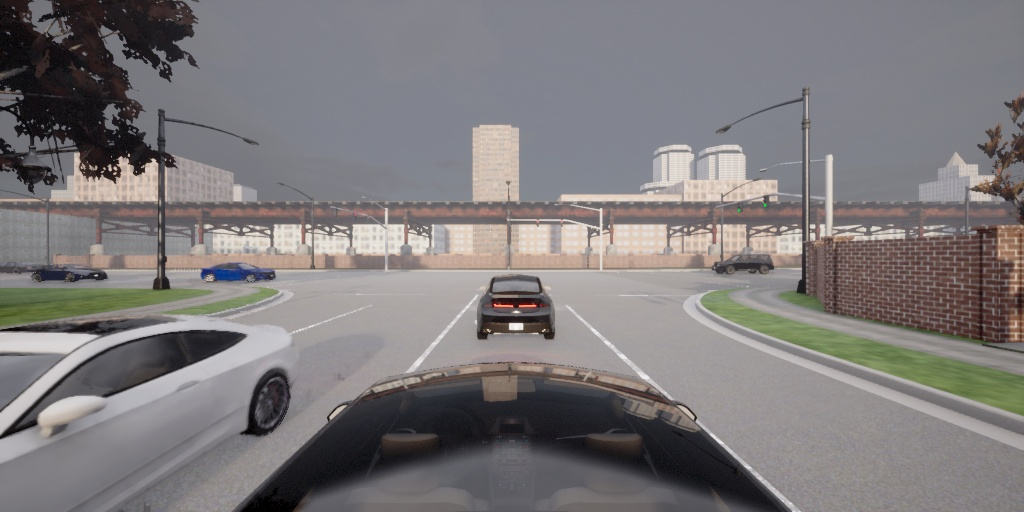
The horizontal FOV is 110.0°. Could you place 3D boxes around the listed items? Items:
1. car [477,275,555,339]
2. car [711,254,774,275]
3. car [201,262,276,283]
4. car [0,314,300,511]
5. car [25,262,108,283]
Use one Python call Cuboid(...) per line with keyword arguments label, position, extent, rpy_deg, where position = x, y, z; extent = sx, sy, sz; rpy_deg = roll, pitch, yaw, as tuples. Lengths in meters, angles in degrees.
Cuboid(label="car", position=(0.094, 1.256, 10.049), extent=(1.837, 1.490, 4.892), rpy_deg=(0, 0, 0))
Cuboid(label="car", position=(23.557, 0.835, 36.650), extent=(5.566, 2.045, 2.150), rpy_deg=(-1, 0, 3))
Cuboid(label="car", position=(-20.635, 1.227, 27.154), extent=(5.008, 1.535, 1.882), rpy_deg=(0, 0, 2))
Cuboid(label="car", position=(-3.601, 1.276, 2.760), extent=(1.812, 1.442, 4.674), rpy_deg=(0, 0, 0))
Cuboid(label="car", position=(-33.870, 1.314, 27.545), extent=(4.181, 1.385, 1.994), rpy_deg=(0, 0, 2))
